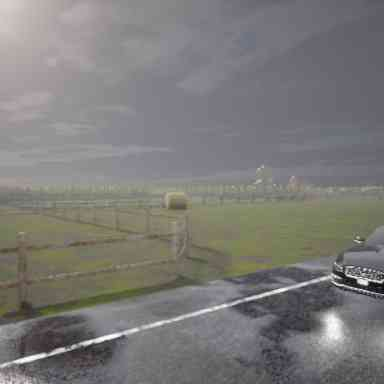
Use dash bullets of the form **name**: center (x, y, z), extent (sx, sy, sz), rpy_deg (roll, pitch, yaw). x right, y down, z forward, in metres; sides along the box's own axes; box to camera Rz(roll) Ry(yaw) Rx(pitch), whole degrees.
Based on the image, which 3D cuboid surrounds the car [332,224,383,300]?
- **car**: center (5.206, 1.436, 7.678), extent (4.892, 1.490, 1.837), rpy_deg (0, 0, -35)
